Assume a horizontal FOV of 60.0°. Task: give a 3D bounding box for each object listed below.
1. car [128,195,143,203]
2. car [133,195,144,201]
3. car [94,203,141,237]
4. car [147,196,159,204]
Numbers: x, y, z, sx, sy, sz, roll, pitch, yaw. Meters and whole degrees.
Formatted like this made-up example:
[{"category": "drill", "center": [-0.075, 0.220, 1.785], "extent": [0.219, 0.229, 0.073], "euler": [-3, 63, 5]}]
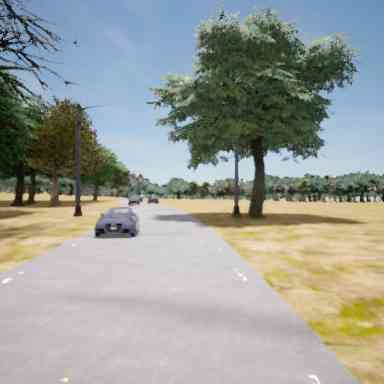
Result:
[{"category": "car", "center": [-10.059, 1.409, 57.991], "extent": [1.882, 1.535, 5.008], "euler": [-2, 0, -13]}, {"category": "car", "center": [-13.340, 1.533, 82.978], "extent": [2.128, 1.511, 4.902], "euler": [1, 0, -14]}, {"category": "car", "center": [-3.860, 1.527, 17.721], "extent": [1.994, 1.385, 4.181], "euler": [1, 0, -5]}, {"category": "car", "center": [-7.610, 1.571, 65.289], "extent": [1.812, 1.442, 4.674], "euler": [1, -1, -15]}]
